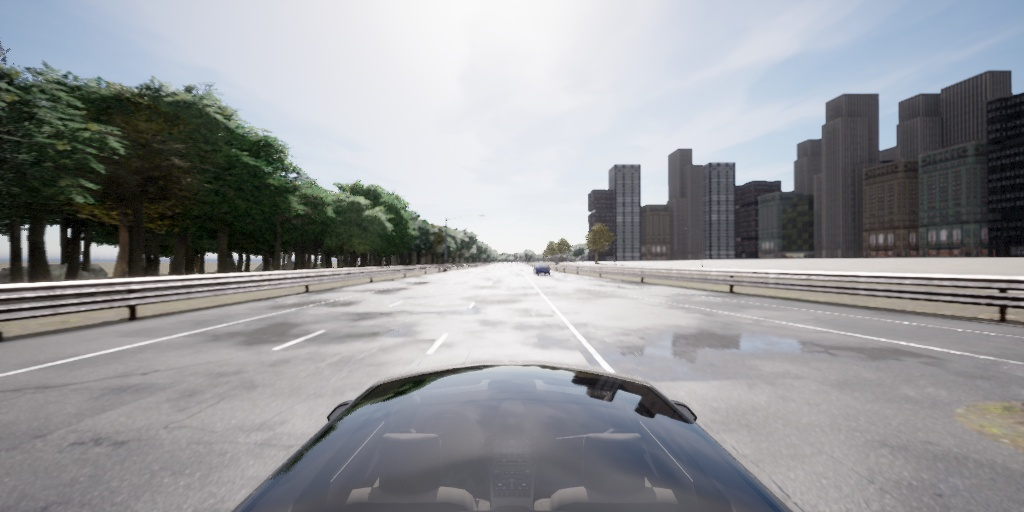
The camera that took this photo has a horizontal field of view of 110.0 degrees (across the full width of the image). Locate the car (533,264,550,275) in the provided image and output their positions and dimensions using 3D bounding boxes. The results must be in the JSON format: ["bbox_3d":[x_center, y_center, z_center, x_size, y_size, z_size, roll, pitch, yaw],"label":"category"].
[{"bbox_3d":[4.120,1.906,50.687,1.882,1.535,5.008,0,-1,-4],"label":"car"}]
